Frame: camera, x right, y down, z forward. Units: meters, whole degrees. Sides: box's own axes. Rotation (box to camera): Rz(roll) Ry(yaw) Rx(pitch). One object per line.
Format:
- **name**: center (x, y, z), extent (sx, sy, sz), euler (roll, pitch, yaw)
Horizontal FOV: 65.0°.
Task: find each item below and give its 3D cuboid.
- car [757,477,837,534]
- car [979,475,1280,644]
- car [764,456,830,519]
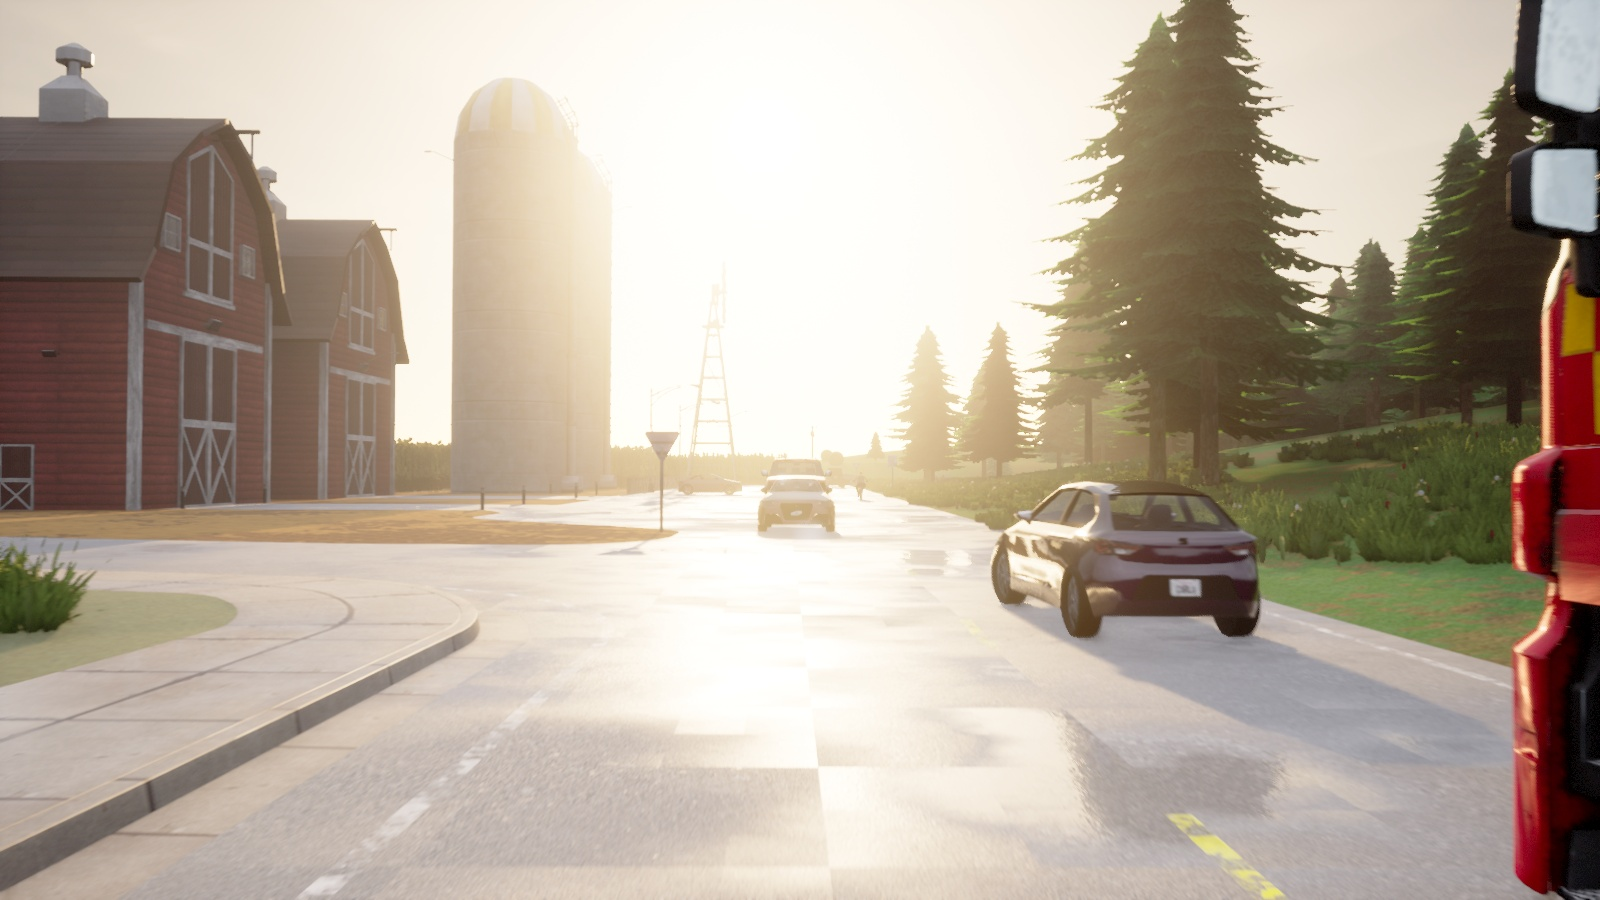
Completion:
- **car**: center (-0.079, 1.444, 33.772), extent (1.994, 1.385, 4.181), euler (0, -1, 0)
- **car**: center (3.284, 1.030, 13.437), extent (1.816, 1.474, 4.193), euler (0, -1, -5)
- **car**: center (-0.108, 1.271, 44.050), extent (2.150, 2.045, 5.566), euler (0, -1, 0)
